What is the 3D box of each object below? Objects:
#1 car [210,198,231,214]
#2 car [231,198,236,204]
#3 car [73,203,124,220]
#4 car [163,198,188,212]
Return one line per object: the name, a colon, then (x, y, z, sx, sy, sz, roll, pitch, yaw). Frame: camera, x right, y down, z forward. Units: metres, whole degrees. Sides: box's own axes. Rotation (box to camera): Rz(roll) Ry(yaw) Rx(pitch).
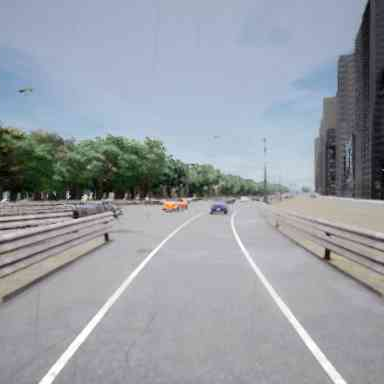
car: (3.231, 1.751, 38.528, 1.812, 1.442, 4.674, 0, 0, 9)
car: (8.728, 2.099, 76.074, 2.033, 1.411, 5.357, 0, -1, 18)
car: (-7.620, 1.616, 27.018, 2.033, 1.411, 5.357, 0, -1, 18)
car: (-2.051, 1.578, 43.779, 2.097, 1.767, 4.553, 0, 0, 19)
